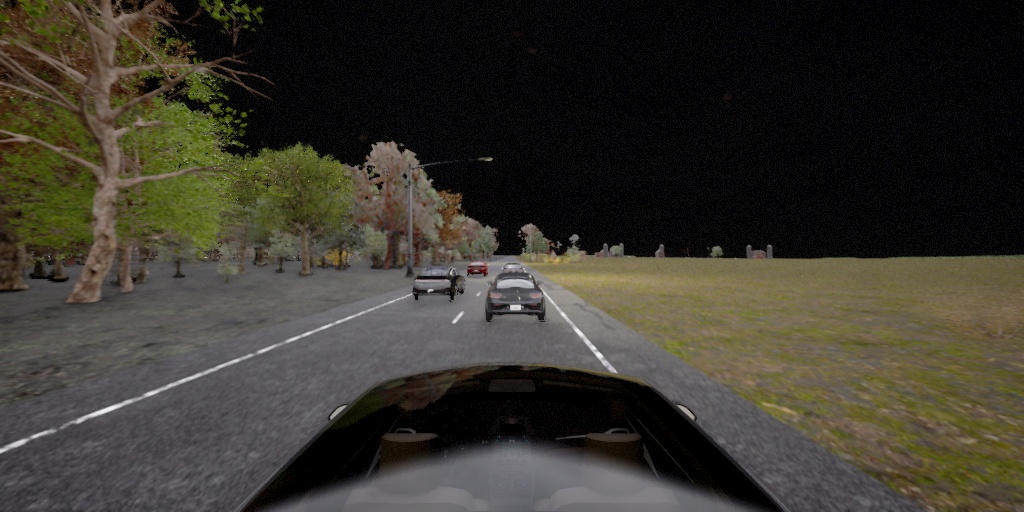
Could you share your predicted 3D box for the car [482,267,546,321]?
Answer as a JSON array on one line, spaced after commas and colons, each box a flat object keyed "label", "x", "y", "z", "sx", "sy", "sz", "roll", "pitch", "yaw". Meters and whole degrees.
[{"label": "car", "x": 0.101, "y": 1.277, "z": 12.326, "sx": 1.812, "sy": 1.442, "sz": 4.674, "roll": 0, "pitch": 0, "yaw": 0}]

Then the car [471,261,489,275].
[{"label": "car", "x": -3.398, "y": 1.234, "z": 36.430, "sx": 1.882, "sy": 1.535, "sz": 5.008, "roll": 0, "pitch": 0, "yaw": 0}]

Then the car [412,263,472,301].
[{"label": "car", "x": -3.399, "y": 1.244, "z": 17.358, "sx": 2.128, "sy": 1.511, "sz": 4.902, "roll": 0, "pitch": 0, "yaw": 0}]

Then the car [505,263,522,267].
[{"label": "car", "x": 0.101, "y": 1.303, "z": 30.316, "sx": 2.033, "sy": 1.411, "sz": 5.357, "roll": 0, "pitch": 0, "yaw": 0}]
